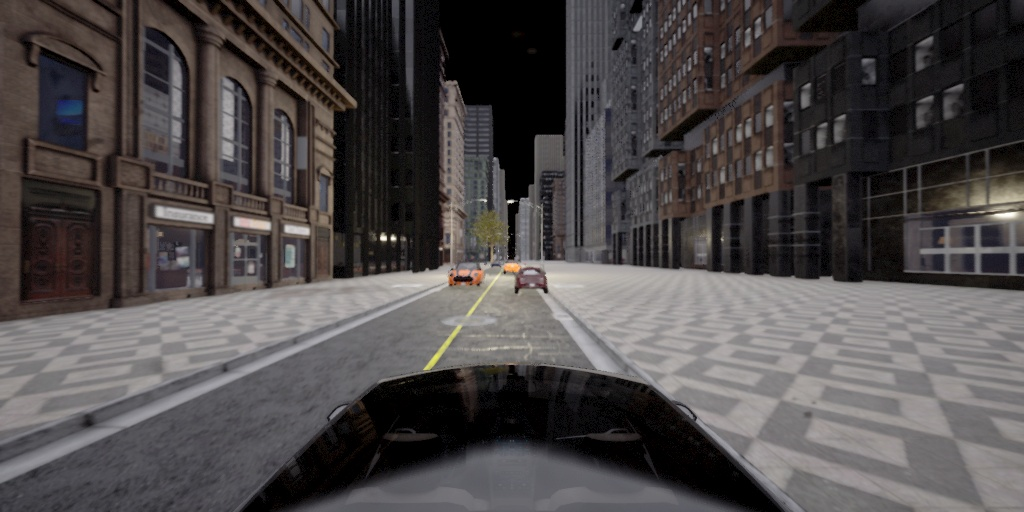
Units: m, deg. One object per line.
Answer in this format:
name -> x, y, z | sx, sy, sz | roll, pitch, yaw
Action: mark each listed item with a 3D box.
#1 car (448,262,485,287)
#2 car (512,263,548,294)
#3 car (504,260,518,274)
car -> -3.093, 1.192, 25.001 | 2.097, 1.767, 4.553 | 0, 0, 0
car -> 1.052, 1.350, 20.953 | 1.812, 1.442, 4.674 | 0, 0, 0
car -> 0.064, 1.281, 45.840 | 2.097, 1.767, 4.553 | 0, 0, 0
